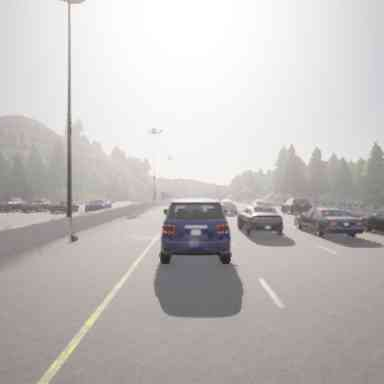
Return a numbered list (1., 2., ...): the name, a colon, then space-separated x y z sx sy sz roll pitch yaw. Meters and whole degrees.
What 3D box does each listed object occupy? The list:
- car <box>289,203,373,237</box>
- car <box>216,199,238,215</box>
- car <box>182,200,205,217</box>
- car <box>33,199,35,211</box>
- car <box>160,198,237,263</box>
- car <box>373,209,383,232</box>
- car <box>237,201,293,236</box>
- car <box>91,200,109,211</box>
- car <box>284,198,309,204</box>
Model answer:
1. car: 7.113 1.527 17.838 2.033 1.411 5.357 0 0 0
2. car: 3.628 1.543 35.123 1.812 1.442 4.674 0 0 0
3. car: 0.126 1.547 32.443 2.033 1.411 5.357 0 0 0
4. car: -17.558 1.539 37.907 1.837 1.490 4.892 0 -1 0
5. car: 0.109 1.207 12.031 2.150 2.045 5.566 0 0 0
6. car: 10.613 1.529 16.982 2.033 1.411 5.357 0 0 0
7. car: 3.615 1.469 18.251 2.128 1.511 4.902 0 0 0
8. car: -10.561 1.510 37.574 1.882 1.535 5.008 0 -1 0
9. car: 10.627 1.366 34.188 2.097 1.767 4.553 0 0 0
